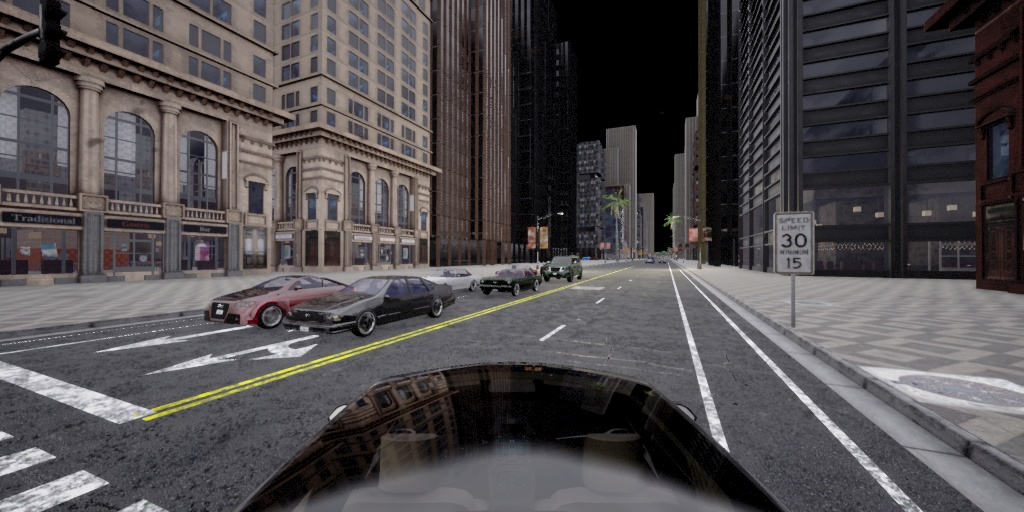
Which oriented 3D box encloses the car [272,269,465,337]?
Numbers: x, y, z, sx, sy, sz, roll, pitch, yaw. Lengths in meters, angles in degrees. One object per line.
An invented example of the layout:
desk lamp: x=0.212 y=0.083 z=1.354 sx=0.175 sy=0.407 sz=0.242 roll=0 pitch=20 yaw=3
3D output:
car: x=-3.753 y=1.299 z=10.742 sx=2.033 sy=1.411 sz=5.357 roll=0 pitch=0 yaw=23

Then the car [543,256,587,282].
car: x=4.286 y=0.987 z=29.366 sx=2.150 sy=2.045 sz=5.566 roll=0 pitch=0 yaw=23

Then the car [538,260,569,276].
car: x=4.484 y=1.252 z=37.943 sx=1.882 sy=1.535 sz=5.008 roll=0 pitch=0 yaw=24

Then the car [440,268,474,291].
car: x=-3.541 y=1.357 z=19.441 sx=1.895 sy=1.301 sz=4.718 roll=0 pitch=0 yaw=23

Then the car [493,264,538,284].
car: x=0.406 y=1.365 z=28.587 sx=1.895 sy=1.301 sz=4.718 roll=0 pitch=0 yaw=24

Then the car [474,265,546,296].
car: x=0.045 y=1.358 z=19.546 sx=1.895 sy=1.301 sz=4.718 roll=0 pitch=0 yaw=24

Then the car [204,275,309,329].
car: x=-7.007 y=1.316 z=11.394 sx=1.994 sy=1.385 sz=4.181 roll=0 pitch=0 yaw=24
